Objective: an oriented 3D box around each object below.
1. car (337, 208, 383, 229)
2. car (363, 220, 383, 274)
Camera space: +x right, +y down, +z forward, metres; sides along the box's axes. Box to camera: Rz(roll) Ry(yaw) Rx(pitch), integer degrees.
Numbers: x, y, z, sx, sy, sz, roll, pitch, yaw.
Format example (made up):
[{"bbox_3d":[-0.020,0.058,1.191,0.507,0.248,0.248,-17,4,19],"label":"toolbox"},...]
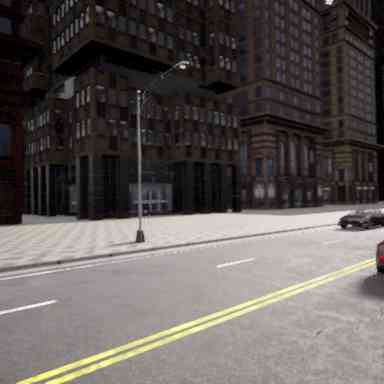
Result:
[{"bbox_3d":[12.315,1.842,23.652,5.357,1.411,2.033,0,-2,-42],"label":"car"},{"bbox_3d":[7.028,1.623,9.861,4.674,1.442,1.812,0,-2,-42],"label":"car"}]
